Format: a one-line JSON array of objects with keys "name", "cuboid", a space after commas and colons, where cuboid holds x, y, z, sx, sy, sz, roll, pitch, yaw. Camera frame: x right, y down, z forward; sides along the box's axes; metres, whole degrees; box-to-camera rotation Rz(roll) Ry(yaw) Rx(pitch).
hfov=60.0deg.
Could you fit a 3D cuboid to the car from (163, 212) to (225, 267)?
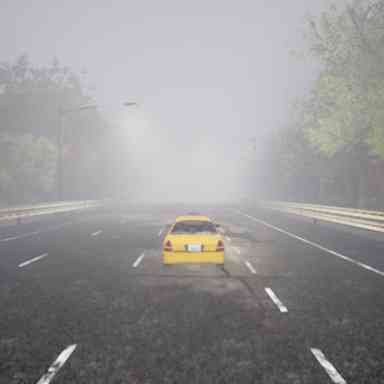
[{"name": "car", "cuboid": [0.041, 1.452, 11.351, 1.801, 1.575, 5.366, 0, 0, 0]}]
